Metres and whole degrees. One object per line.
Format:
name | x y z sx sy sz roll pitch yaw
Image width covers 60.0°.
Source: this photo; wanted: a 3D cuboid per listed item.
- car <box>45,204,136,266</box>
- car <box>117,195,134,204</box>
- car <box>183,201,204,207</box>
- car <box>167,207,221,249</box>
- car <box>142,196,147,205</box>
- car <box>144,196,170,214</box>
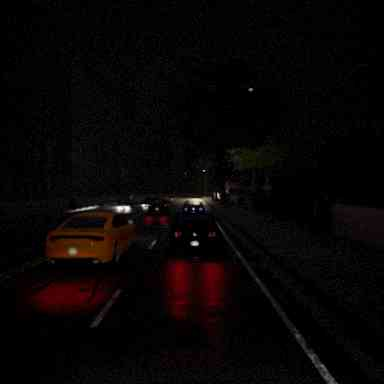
car | -3.146 1.404 11.267 1.882 1.535 5.008 0 0 0
car | -9.791 1.213 49.410 2.128 1.511 4.902 0 0 0
car | 0.119 1.423 29.516 1.895 1.301 4.718 0 0 0
car | 0.109 1.511 13.955 1.895 1.301 4.718 0 0 0
car | -6.526 1.273 51.716 1.994 1.385 4.181 0 0 1
car | -3.129 1.334 32.151 1.812 1.442 4.674 0 0 0
